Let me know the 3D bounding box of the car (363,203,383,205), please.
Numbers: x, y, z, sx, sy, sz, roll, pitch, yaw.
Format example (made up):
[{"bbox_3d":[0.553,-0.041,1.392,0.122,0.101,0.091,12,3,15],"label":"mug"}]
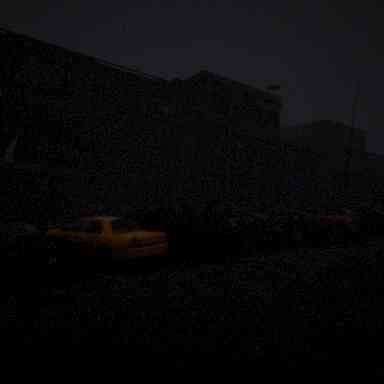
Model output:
[{"bbox_3d":[11.261,1.680,21.540,5.008,1.535,2.097,-1,-2,35],"label":"car"}]

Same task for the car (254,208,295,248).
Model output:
[{"bbox_3d":[1.679,1.527,14.761,4.892,1.521,2.231,-1,-1,35],"label":"car"}]

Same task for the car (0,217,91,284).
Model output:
[{"bbox_3d":[-5.502,1.475,9.675,5.008,1.535,2.097,-1,-1,35],"label":"car"}]

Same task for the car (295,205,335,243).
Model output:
[{"bbox_3d":[4.077,1.558,16.458,4.892,1.521,2.231,-1,-1,35],"label":"car"}]

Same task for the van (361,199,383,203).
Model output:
[{"bbox_3d":[13.571,1.509,23.292,4.442,1.987,1.878,0,-1,35],"label":"van"}]

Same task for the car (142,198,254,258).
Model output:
[{"bbox_3d":[-0.743,1.254,13.087,5.566,2.045,2.435,-1,-1,35],"label":"car"}]

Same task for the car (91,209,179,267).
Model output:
[{"bbox_3d":[-3.258,1.484,11.478,5.366,1.575,1.946,-1,-1,35],"label":"car"}]

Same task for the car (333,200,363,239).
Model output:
[{"bbox_3d":[6.492,1.465,18.136,4.553,1.767,2.185,-1,-1,35],"label":"car"}]

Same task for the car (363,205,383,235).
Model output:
[{"bbox_3d":[8.894,1.663,19.833,4.792,1.488,2.163,-1,-2,35],"label":"car"}]
